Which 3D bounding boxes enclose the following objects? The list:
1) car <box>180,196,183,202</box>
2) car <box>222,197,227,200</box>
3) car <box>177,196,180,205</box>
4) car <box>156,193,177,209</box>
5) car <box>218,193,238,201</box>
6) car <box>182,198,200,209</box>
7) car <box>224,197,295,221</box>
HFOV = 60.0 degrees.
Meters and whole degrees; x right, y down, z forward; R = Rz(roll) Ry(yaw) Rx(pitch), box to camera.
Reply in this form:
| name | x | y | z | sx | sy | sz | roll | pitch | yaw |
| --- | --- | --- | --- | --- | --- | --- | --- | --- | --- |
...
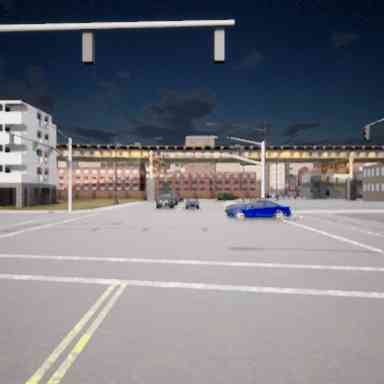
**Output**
| name | x | y | z | sx | sy | sz | roll | pitch | yaw |
| --- | --- | --- | --- | --- | --- | --- | --- | --- | --- |
| car | -3.014 | 1.517 | 69.205 | 2.128 | 1.511 | 4.902 | 0 | 0 | 11 |
| car | 5.465 | 1.449 | 30.043 | 4.902 | 1.511 | 2.128 | 0 | 0 | 2 |
| car | -3.626 | 1.232 | 57.214 | 2.150 | 2.045 | 5.566 | 0 | 0 | 0 |
| car | -3.622 | 1.229 | 45.737 | 2.150 | 2.045 | 5.566 | 0 | 0 | 1 |
| car | 8.829 | 1.238 | 81.408 | 5.566 | 2.045 | 2.150 | 0 | 0 | -34 |
| car | 0.055 | 1.554 | 46.117 | 2.033 | 1.411 | 5.357 | 0 | 0 | 0 |
| car | 5.368 | 1.435 | 26.542 | 5.008 | 1.535 | 1.882 | 0 | 0 | 2 |
